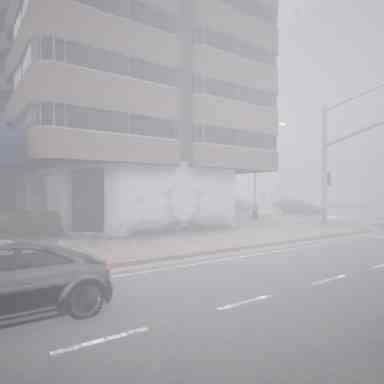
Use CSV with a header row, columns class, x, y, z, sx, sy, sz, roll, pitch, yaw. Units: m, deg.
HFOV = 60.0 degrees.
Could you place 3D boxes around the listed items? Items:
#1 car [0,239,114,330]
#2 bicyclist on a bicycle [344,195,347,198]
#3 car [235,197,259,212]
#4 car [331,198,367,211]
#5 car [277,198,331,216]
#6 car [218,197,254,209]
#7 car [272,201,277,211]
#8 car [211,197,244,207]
class,x,y,z,sx,sy,sz,roll,pitch,yaw
car,-3.530,1.564,5.774,4.181,1.385,1.994,0,0,-35
bicyclist on a bicycle,22.058,1.301,47.707,1.656,1.620,0.582,0,0,-36
car,5.921,1.564,39.341,1.994,1.385,4.181,0,0,-35
car,18.472,1.491,40.151,2.128,1.511,4.902,0,0,-35
car,10.847,1.564,32.549,1.994,1.385,4.181,0,0,-36
car,5.911,1.491,45.307,2.128,1.511,4.902,0,0,-36
car,11.441,1.478,37.687,1.882,1.535,5.008,0,0,-36
car,5.454,1.547,52.211,2.033,1.411,5.357,0,0,-36
